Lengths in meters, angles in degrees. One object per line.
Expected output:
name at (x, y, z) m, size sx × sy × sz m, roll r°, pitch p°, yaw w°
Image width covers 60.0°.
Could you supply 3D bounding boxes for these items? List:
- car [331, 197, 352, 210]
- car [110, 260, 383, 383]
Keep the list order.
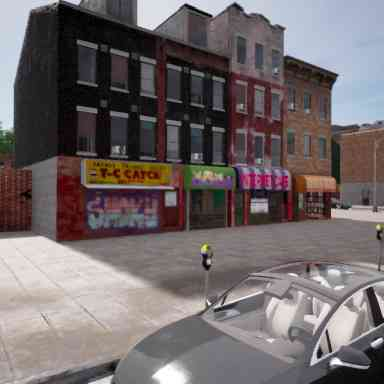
car at (16.642, 1.383, 39.968) m, size 1.837 × 1.490 × 4.892 m, roll 0°, pitch 0°, yaw -36°
car at (1.276, 1.552, 3.709) m, size 4.403 × 1.369 × 2.008 m, roll 0°, pitch 0°, yaw -35°
